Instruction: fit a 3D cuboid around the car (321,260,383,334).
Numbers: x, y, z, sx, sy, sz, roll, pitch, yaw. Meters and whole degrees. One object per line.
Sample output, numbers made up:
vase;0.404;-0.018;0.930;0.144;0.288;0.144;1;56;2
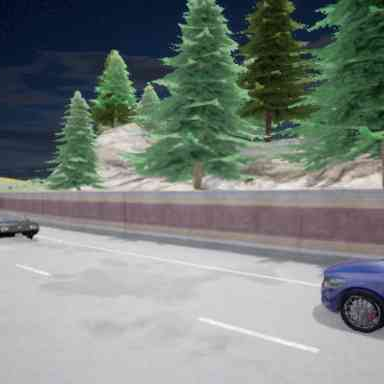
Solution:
car;4.494;1.545;5.163;4.674;1.442;1.812;0;0;35

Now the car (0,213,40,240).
car;-9.513;1.684;16.678;4.718;1.301;1.895;0;0;43
